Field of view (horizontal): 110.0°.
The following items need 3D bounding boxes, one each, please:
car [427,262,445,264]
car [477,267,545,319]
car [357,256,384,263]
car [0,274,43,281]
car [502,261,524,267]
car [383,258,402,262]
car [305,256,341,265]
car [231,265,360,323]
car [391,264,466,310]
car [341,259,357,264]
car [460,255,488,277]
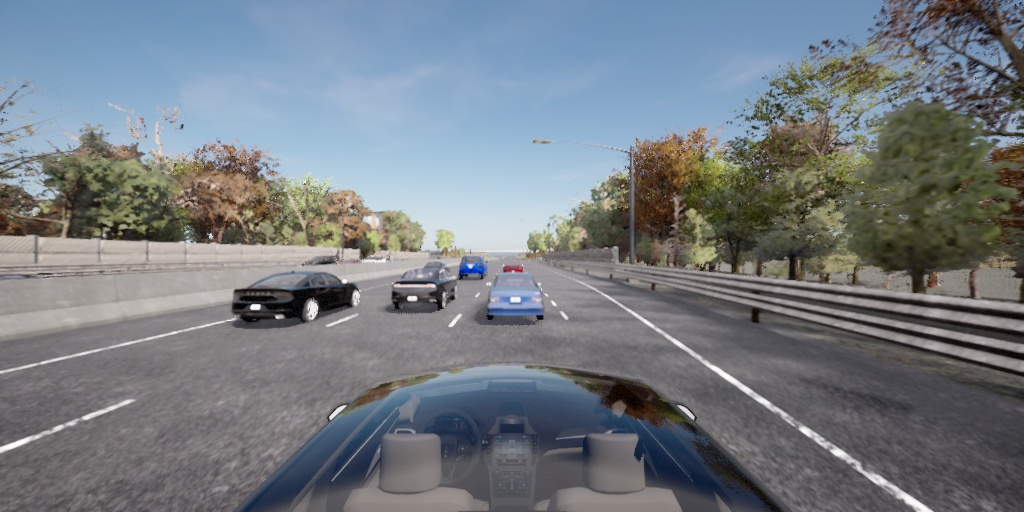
[{"bbox_3d":[-6.903,1.254,33.084,1.837,1.490,4.892,0,0,0],"label":"car"},{"bbox_3d":[0.100,1.293,12.769,2.033,1.411,5.357,0,0,0],"label":"car"},{"bbox_3d":[-21.053,0.986,54.687,2.150,2.045,5.566,0,0,1],"label":"car"},{"bbox_3d":[-17.601,1.293,11.703,2.033,1.411,5.357,0,0,0],"label":"car"},{"bbox_3d":[0.098,1.229,34.585,1.882,1.535,5.008,0,0,0],"label":"car"},{"bbox_3d":[-17.559,1.330,54.919,1.994,1.385,4.181,0,0,0],"label":"car"},{"bbox_3d":[-28.050,0.983,52.748,2.150,2.045,5.566,0,0,1],"label":"car"},{"bbox_3d":[-6.902,1.223,12.121,1.882,1.535,5.008,0,0,0],"label":"car"},{"bbox_3d":[-3.400,1.237,14.657,2.128,1.511,4.902,0,0,0],"label":"car"},{"bbox_3d":[-24.551,1.243,54.512,1.882,1.535,5.008,0,0,0],"label":"car"},{"bbox_3d":[-3.404,0.971,32.108,2.150,2.045,5.566,0,0,0],"label":"car"}]
